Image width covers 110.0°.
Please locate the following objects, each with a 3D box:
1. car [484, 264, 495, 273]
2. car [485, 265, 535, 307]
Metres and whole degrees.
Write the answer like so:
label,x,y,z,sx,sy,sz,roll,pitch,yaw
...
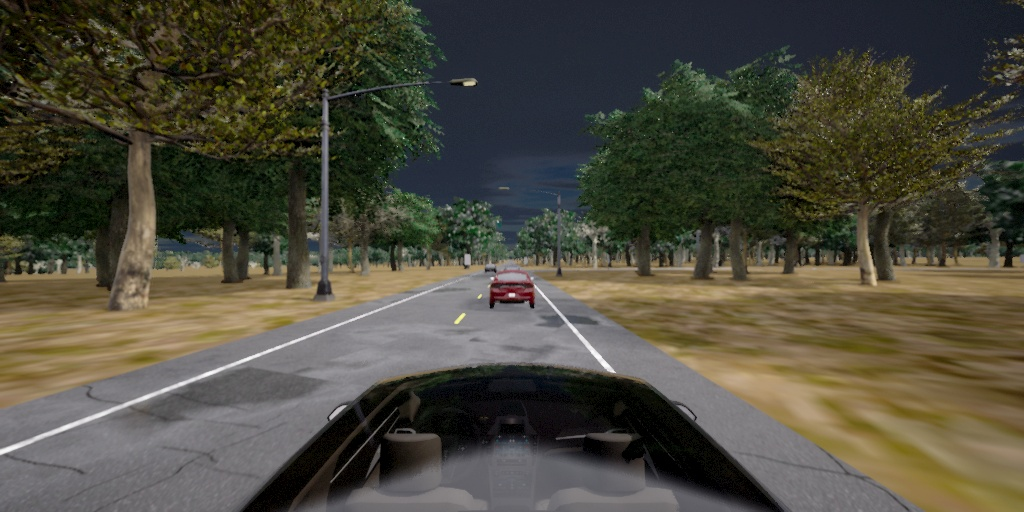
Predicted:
label,x,y,z,sx,sy,sz,roll,pitch,yaw
car,-3.486,2.004,58.722,1.882,1.535,5.008,0,-1,0
car,0.013,1.380,16.336,1.882,1.535,5.008,0,0,0
